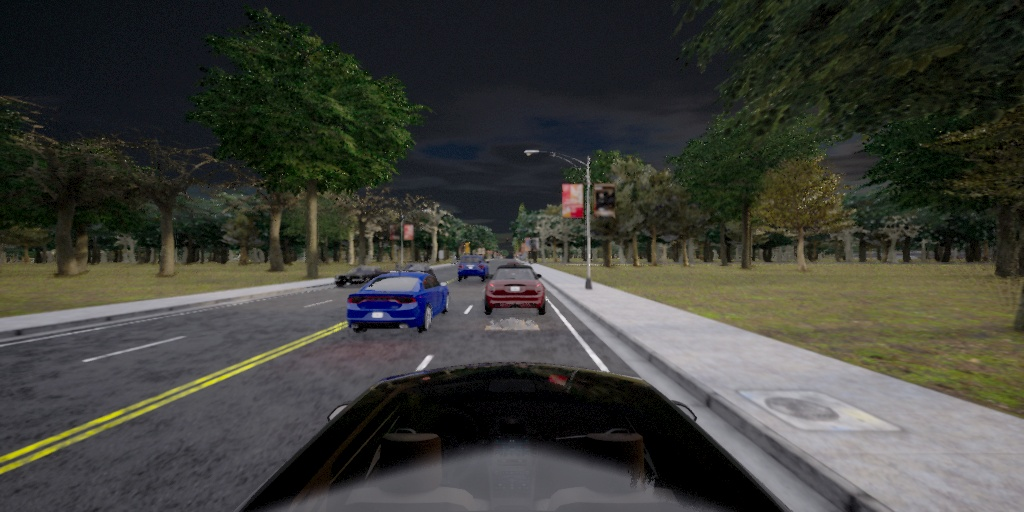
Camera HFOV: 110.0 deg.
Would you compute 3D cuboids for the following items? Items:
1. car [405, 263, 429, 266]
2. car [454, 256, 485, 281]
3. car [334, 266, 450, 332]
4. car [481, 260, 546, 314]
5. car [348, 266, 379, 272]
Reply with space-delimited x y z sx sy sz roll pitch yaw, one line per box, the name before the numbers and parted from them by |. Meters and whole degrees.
car | -6.585 1.250 24.521 2.128 1.511 4.902 0 0 0
car | -3.133 0.983 29.821 2.150 2.045 5.566 0 0 0
car | -3.145 1.229 10.871 1.882 1.535 5.008 0 0 0
car | 0.108 1.104 13.939 2.097 1.767 4.553 0 0 0
car | -9.837 1.359 23.759 1.895 1.301 4.718 0 0 0
